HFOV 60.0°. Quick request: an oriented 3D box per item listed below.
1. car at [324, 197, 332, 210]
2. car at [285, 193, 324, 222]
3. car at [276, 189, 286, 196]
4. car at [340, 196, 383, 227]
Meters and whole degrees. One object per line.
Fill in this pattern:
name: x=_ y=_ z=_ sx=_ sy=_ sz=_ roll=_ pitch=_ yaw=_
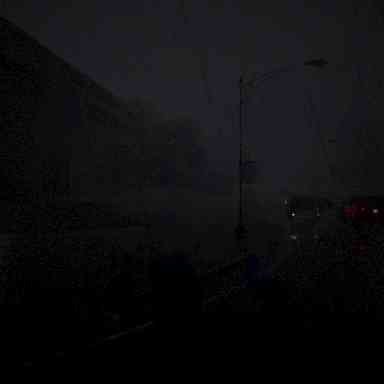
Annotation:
car: x=15.880 y=1.322 z=40.827 sx=2.128 sy=1.511 sz=4.902 roll=0 pitch=2 yaw=13
car: x=9.070 y=1.261 z=27.353 sx=2.150 sy=2.045 sz=5.566 roll=0 pitch=0 yaw=13
car: x=18.375 y=-0.018 z=68.409 sx=1.895 sy=1.301 sz=4.718 roll=0 pitch=4 yaw=13
car: x=11.891 y=1.253 z=23.104 sx=2.150 sy=2.045 sz=5.566 roll=0 pitch=0 yaw=13
